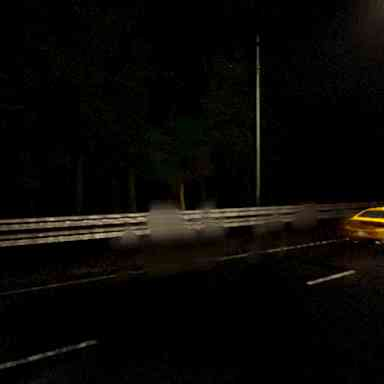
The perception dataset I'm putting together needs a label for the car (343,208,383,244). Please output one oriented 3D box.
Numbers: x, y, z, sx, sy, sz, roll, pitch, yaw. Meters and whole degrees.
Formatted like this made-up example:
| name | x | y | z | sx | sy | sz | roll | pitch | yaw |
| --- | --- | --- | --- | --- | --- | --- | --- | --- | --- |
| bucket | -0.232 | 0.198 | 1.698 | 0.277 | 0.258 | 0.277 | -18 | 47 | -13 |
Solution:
| name | x | y | z | sx | sy | sz | roll | pitch | yaw |
| --- | --- | --- | --- | --- | --- | --- | --- | --- | --- |
| car | 8.419 | 1.396 | 14.047 | 5.008 | 1.535 | 1.882 | 0 | 0 | -35 |
